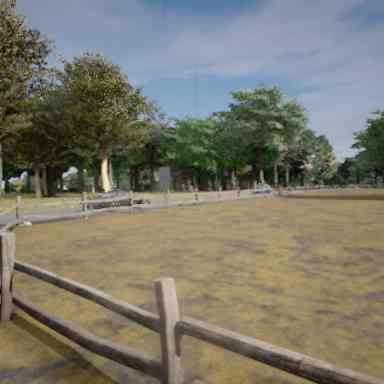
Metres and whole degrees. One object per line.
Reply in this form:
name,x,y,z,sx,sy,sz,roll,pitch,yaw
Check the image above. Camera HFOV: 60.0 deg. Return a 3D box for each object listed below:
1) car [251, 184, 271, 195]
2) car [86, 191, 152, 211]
car,11.465,-0.513,55.280,2.097,1.767,4.553,-2,1,35
car,-5.478,0.633,25.235,2.033,1.411,5.357,-2,1,35
